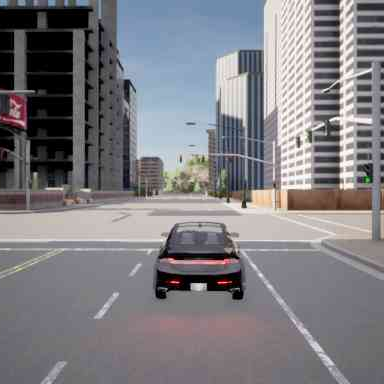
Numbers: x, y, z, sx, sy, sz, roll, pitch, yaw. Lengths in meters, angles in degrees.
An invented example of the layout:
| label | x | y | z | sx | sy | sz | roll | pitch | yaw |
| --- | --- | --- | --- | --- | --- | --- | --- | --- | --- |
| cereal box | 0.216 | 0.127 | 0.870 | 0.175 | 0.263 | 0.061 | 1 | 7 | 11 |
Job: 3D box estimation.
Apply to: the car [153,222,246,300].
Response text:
| label | x | y | z | sx | sy | sz | roll | pitch | yaw |
| --- | --- | --- | --- | --- | --- | --- | --- | --- | --- |
| car | 0.200 | 1.492 | 8.403 | 2.128 | 1.511 | 4.902 | 0 | 0 | 2 |
